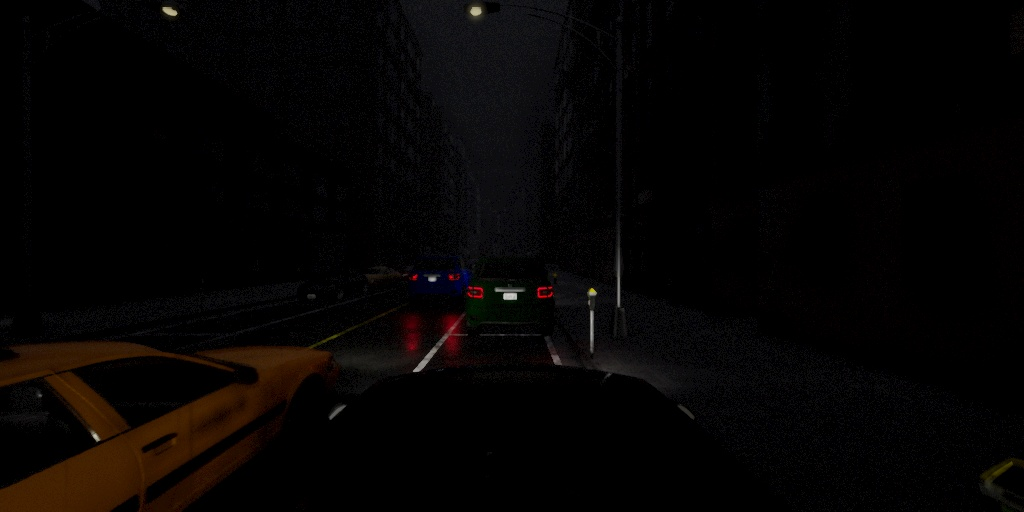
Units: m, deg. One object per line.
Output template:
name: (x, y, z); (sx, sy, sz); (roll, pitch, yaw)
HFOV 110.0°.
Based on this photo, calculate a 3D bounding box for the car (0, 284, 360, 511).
car: (-3.020, 1.205, 2.225); (1.801, 1.575, 5.366); (0, 0, 0)

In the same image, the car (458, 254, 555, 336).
car: (-0.039, 0.978, 10.530); (2.150, 2.045, 5.566); (0, 0, 0)

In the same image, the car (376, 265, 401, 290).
car: (-8.408, 1.275, 22.461); (1.751, 1.417, 4.829); (0, 0, 0)

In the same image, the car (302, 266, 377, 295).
car: (-8.408, 1.315, 17.218); (1.948, 1.339, 4.313); (0, 0, 0)

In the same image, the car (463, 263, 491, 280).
car: (-3.016, 1.312, 31.521); (1.994, 1.385, 4.181); (0, 0, 0)

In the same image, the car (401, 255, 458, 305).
car: (-3.019, 0.966, 16.259); (2.150, 2.045, 5.566); (0, 0, 0)
